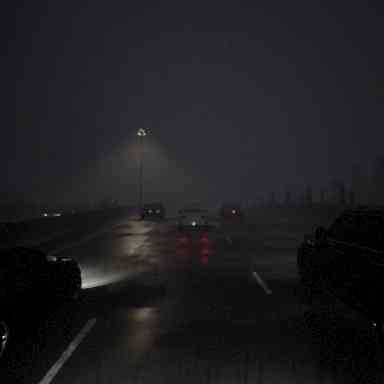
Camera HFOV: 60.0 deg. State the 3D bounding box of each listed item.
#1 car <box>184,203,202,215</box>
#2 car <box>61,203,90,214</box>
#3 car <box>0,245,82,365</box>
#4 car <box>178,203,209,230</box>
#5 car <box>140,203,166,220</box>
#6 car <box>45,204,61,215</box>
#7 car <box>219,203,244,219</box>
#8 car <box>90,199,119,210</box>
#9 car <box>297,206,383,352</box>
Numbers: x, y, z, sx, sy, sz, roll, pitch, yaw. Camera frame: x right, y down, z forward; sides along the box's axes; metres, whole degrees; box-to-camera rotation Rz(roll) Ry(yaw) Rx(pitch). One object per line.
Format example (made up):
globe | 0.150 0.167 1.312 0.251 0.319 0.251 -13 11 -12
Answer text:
car | 0.103 2.125 41.368 2.033 1.411 5.357 0 -3 0
car | -14.087 2.089 41.723 2.128 1.511 4.902 0 -3 0
car | -3.400 1.587 5.612 1.994 1.385 4.181 0 0 0
car | 0.101 1.610 21.474 1.812 1.442 4.674 0 0 0
car | -3.398 1.686 29.689 2.033 1.411 5.357 0 -1 0
car | -17.579 2.263 43.876 1.812 1.442 4.674 0 -4 0
car | 3.602 1.722 30.872 1.994 1.385 4.181 0 -1 0
car | -10.590 1.815 41.686 2.150 2.045 5.566 0 -3 0
car | 3.600 1.245 5.669 2.150 2.045 5.566 0 0 0
